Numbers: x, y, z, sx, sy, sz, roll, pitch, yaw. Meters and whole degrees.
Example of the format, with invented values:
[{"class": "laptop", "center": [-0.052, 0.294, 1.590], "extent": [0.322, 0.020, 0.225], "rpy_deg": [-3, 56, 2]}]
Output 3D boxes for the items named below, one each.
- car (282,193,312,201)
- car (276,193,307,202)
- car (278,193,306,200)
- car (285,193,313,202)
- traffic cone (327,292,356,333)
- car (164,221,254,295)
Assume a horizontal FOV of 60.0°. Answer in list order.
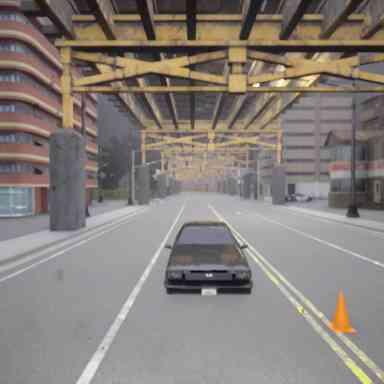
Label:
[{"class": "car", "center": [17.492, 0.810, 55.202], "extent": [4.536, 1.218, 1.853], "rpy_deg": [0, 1, -20]}, {"class": "car", "center": [17.790, 0.917, 59.343], "extent": [4.974, 1.542, 2.038], "rpy_deg": [0, 1, 25]}, {"class": "car", "center": [17.837, 0.760, 59.319], "extent": [4.536, 1.218, 1.853], "rpy_deg": [0, 1, 25]}, {"class": "car", "center": [17.443, 0.968, 55.186], "extent": [4.974, 1.542, 2.038], "rpy_deg": [0, 1, -20]}, {"class": "traffic cone", "center": [2.453, 1.945, 5.460], "extent": [0.340, 0.580, 0.340], "rpy_deg": [0, 0, 0]}, {"class": "car", "center": [0.359, 1.527, 9.066], "extent": [2.033, 1.411, 5.357], "rpy_deg": [0, 0, 1]}]
